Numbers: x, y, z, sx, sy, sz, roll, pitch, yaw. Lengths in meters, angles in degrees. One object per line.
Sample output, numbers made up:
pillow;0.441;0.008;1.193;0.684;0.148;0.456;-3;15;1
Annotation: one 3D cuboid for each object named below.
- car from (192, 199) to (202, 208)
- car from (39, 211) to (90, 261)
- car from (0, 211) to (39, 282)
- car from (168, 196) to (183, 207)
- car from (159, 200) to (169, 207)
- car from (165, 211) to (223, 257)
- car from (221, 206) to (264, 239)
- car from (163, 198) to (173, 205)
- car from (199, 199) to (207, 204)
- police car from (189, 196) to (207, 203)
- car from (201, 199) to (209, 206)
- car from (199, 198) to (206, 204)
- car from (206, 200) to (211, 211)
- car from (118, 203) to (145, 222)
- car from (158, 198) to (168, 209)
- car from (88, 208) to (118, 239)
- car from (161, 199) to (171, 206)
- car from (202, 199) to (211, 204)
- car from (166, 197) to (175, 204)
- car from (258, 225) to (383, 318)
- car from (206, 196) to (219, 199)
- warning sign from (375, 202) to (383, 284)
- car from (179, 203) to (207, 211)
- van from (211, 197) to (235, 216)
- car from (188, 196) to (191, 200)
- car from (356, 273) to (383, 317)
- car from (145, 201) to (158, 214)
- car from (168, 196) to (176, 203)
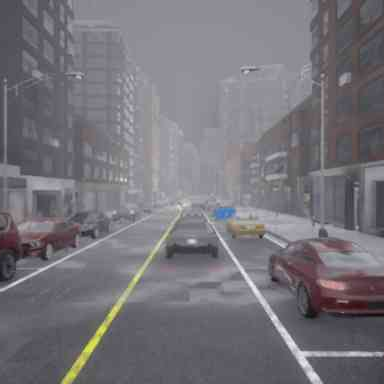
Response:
car;0.889;2.061;60.507;1.882;1.535;5.008;0;-1;0
car;-5.678;1.667;12.763;1.887;1.381;4.507;-1;-1;0
car;-5.679;1.385;7.258;2.192;1.841;5.009;-1;-1;0
car;-3.024;1.850;65.288;2.150;2.045;5.566;0;-1;0
car;-5.687;2.234;67.837;1.802;1.307;4.206;-1;-1;0
car;0.022;1.695;13.529;1.994;1.385;4.181;0;0;1
car;2.846;1.703;18.468;1.752;1.417;4.829;-1;-1;0
car;-5.690;2.193;78.853;1.967;1.590;4.097;-1;-1;0
car;2.836;2.369;84.369;1.947;1.339;4.313;-1;-1;0
police car;0.890;1.913;50.617;1.930;1.638;5.238;0;-1;0
car;2.838;2.230;73.528;1.752;1.417;4.829;-1;-1;0
car;2.835;2.418;89.876;1.947;1.339;4.313;-1;-1;0
car;2.844;1.885;34.816;2.008;1.369;4.403;-1;-1;0
car;-5.682;1.721;29.286;1.967;1.590;4.097;-1;-1;0
car;-5.685;2.130;56.822;1.802;1.307;4.206;-1;-1;0
car;-5.678;1.741;18.270;1.947;1.339;4.313;-1;-1;0
car;-5.687;2.285;73.344;1.802;1.307;4.206;-1;-1;0
car;2.842;1.992;45.827;2.008;1.369;4.403;-1;-1;0
car;-5.693;2.167;89.870;2.192;1.841;5.009;-1;-1;0
car;2.849;1.653;7.286;1.802;1.307;4.206;-1;-1;0
car;2.838;1.810;51.335;2.192;1.841;5.009;-1;-1;0
warning sign;5.075;1.188;7.499;1.300;1.860;1.060;1;0;0
car;0.013;1.872;28.238;1.895;1.301;4.718;0;-1;0
van;2.842;1.623;29.312;1.690;1.788;3.998;-1;-1;0
car;0.828;1.991;66.477;2.097;1.767;4.553;0;-1;0
car;2.850;1.600;1.780;1.802;1.307;4.206;-1;-1;0
car;-5.682;1.953;40.300;1.947;1.339;4.313;-1;-1;0
car;-5.693;2.215;95.377;2.192;1.841;5.009;-1;-1;0
